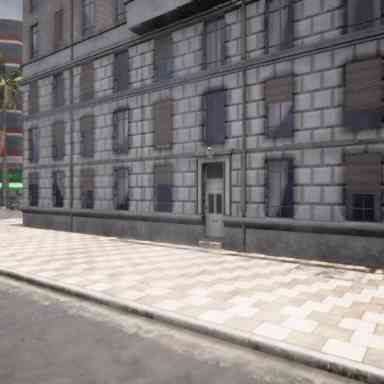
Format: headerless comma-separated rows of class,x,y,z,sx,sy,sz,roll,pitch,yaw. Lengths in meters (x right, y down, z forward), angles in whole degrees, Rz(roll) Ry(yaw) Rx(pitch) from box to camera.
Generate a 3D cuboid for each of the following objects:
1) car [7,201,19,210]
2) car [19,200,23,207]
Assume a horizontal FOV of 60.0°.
car,-20.853,1.564,41.828,1.994,1.385,4.181,0,0,36
car,-17.758,1.526,40.143,1.812,1.442,4.674,0,0,36
